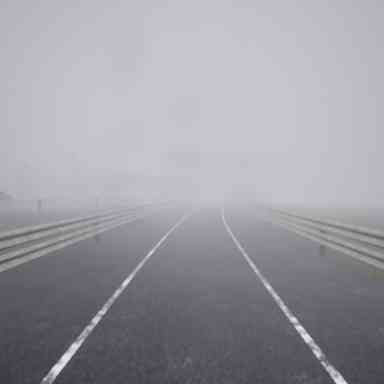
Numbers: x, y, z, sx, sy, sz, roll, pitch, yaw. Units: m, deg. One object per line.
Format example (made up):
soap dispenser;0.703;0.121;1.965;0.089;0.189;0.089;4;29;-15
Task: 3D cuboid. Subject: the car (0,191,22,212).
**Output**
car;-19.333;0.934;32.635;2.150;2.045;5.566;0;-1;15

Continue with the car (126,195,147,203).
car;-11.939;1.628;70.012;1.895;1.301;4.718;0;0;18

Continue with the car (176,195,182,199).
car;-4.941;1.655;90.776;1.837;1.490;4.892;0;0;19

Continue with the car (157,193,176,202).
car;-6.230;1.290;76.205;2.150;2.045;5.566;0;0;19
